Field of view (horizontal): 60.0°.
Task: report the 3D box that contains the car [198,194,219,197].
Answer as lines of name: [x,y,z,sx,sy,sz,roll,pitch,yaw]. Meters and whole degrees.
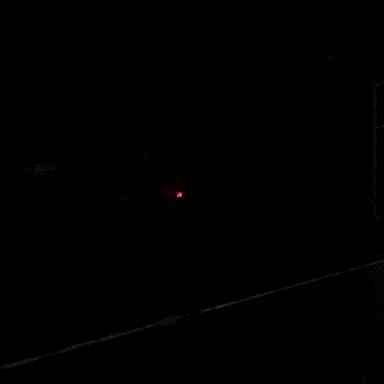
car: [2.371,1.209,34.430,2.150,2.045,5.566,0,0,-38]

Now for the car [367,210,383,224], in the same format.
car: [10.808,1.532,23.530,2.033,1.411,5.357,0,0,-39]
